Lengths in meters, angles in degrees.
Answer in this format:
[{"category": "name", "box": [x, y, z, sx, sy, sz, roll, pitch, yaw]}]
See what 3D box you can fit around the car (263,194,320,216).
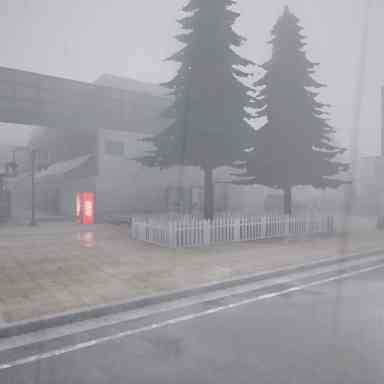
[{"category": "car", "box": [9.172, 1.206, 31.157, 2.150, 2.045, 5.566, 0, 0, -34]}]
